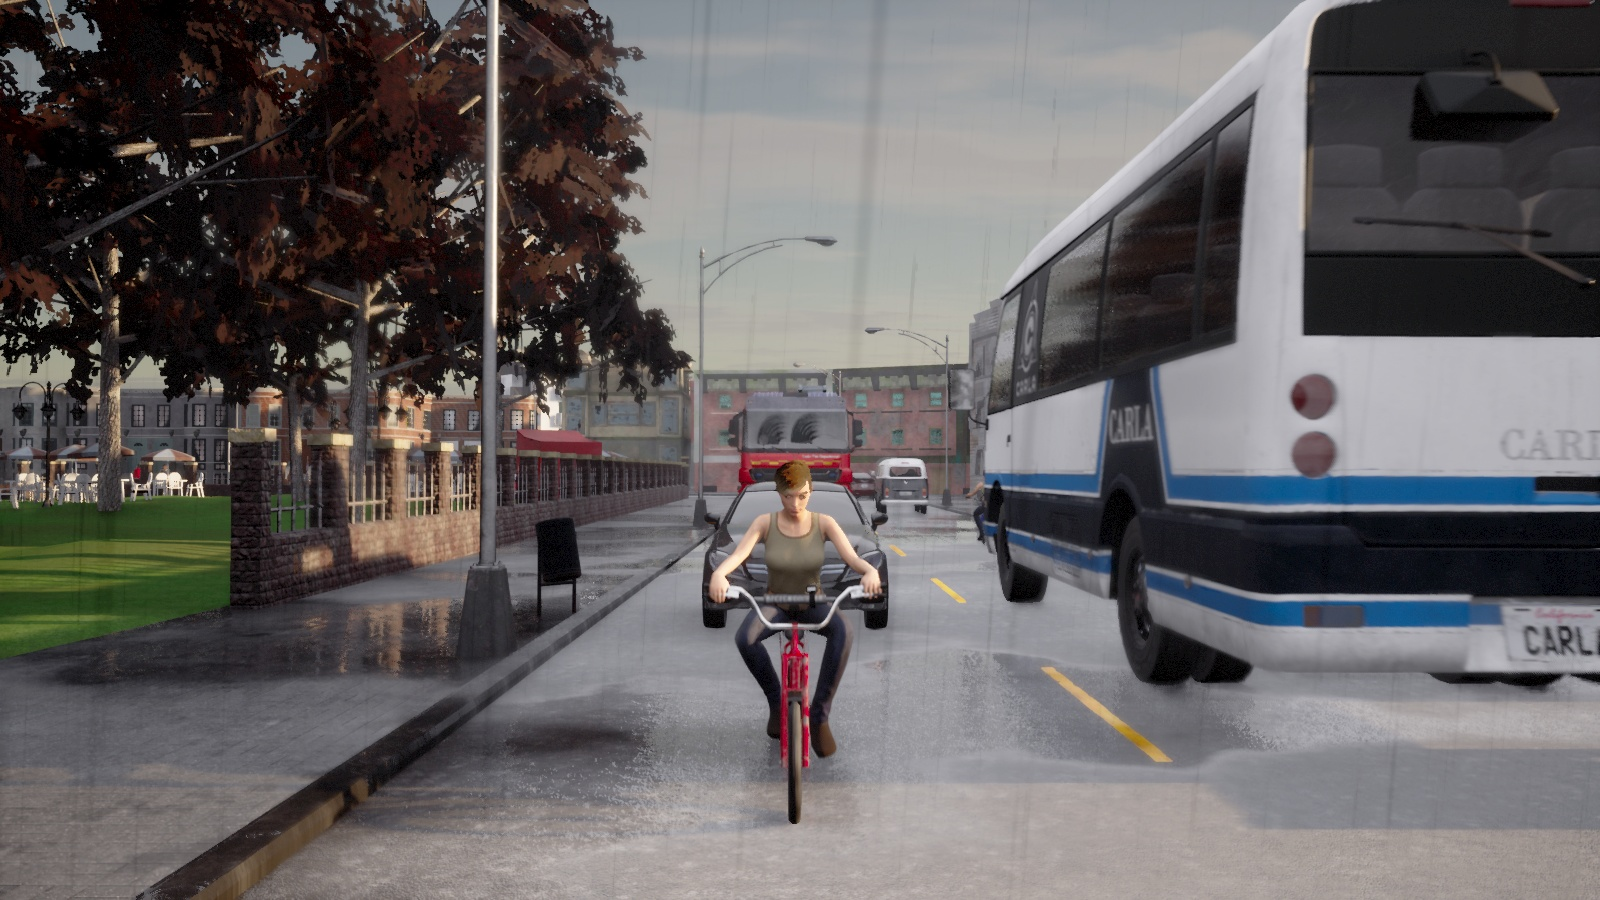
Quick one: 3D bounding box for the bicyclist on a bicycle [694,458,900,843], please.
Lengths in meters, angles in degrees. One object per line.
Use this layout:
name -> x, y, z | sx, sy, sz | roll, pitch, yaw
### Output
bicyclist on a bicycle -> -0.020, 0.854, 6.079 | 0.866, 1.612, 1.509 | 0, 0, -1

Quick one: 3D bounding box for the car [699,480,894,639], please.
car -> -0.041, 1.076, 14.025 | 1.812, 1.442, 4.674 | 0, -1, 0

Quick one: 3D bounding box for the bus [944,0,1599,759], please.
bus -> 3.959, -0.377, 11.972 | 3.944, 4.253, 10.273 | 0, -1, 0

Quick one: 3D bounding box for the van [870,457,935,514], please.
van -> 3.824, 1.322, 47.712 | 2.069, 2.038, 4.480 | 0, -1, 0

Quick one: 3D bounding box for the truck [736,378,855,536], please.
truck -> -0.125, 0.233, 34.795 | 2.891, 3.827, 8.468 | 0, -1, 0

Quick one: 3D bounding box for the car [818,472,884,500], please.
car -> 2.773, 1.970, 69.576 | 2.163, 1.488, 4.792 | 0, -1, -17
